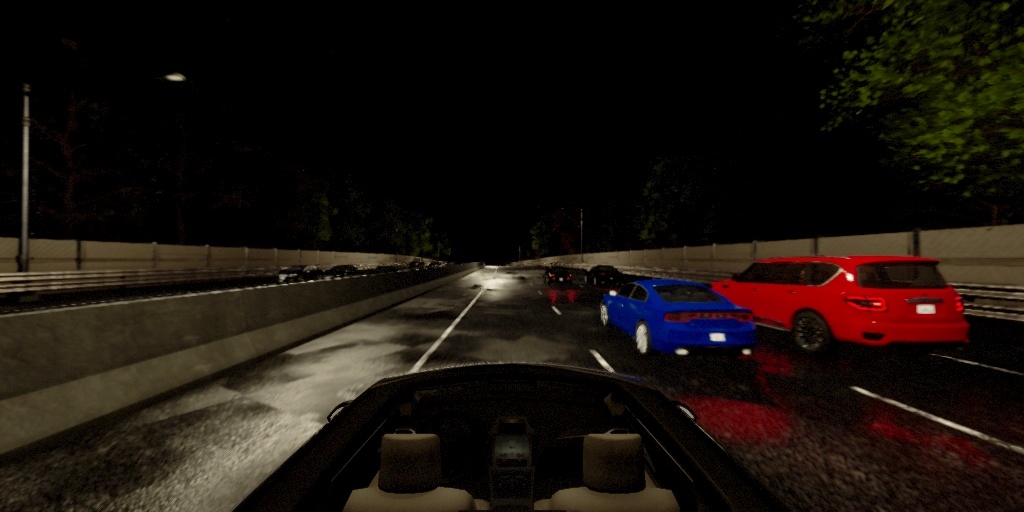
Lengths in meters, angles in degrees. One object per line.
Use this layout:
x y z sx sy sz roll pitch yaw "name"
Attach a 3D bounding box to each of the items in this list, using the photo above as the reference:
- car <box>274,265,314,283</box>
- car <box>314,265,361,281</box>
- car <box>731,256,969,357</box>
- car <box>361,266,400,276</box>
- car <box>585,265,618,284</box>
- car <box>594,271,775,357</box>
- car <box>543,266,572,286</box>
-17.792 1.491 30.211 2.128 1.511 4.902 2 -1 -1 "car"
-14.313 1.521 30.306 1.837 1.490 4.892 0 0 -1 "car"
7.086 1.028 8.827 2.150 2.045 5.566 0 -1 0 "car"
-10.812 1.541 30.516 1.812 1.442 4.674 0 0 -1 "car"
6.920 1.453 27.529 1.882 1.535 5.008 0 -1 -1 "car"
3.585 1.287 8.738 1.882 1.535 5.008 0 -1 0 "car"
3.434 1.503 27.474 1.812 1.442 4.674 0 -1 -1 "car"
